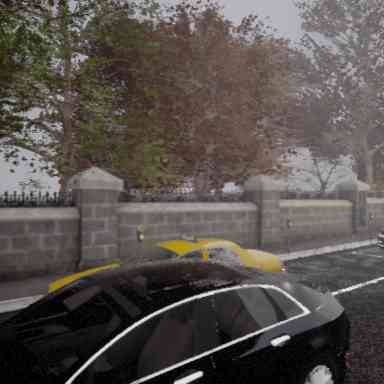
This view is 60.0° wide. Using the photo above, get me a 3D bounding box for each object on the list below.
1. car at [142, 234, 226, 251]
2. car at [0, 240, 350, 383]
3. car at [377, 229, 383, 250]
[{"bbox_3d":[-0.263,1.523,6.354,4.829,1.417,1.752,0,1,-35],"label":"car"},{"bbox_3d":[-0.483,1.504,3.033,4.892,1.490,1.837,0,0,-36],"label":"car"},{"bbox_3d":[8.868,1.542,12.867,4.403,1.369,2.008,0,1,-35],"label":"car"}]
